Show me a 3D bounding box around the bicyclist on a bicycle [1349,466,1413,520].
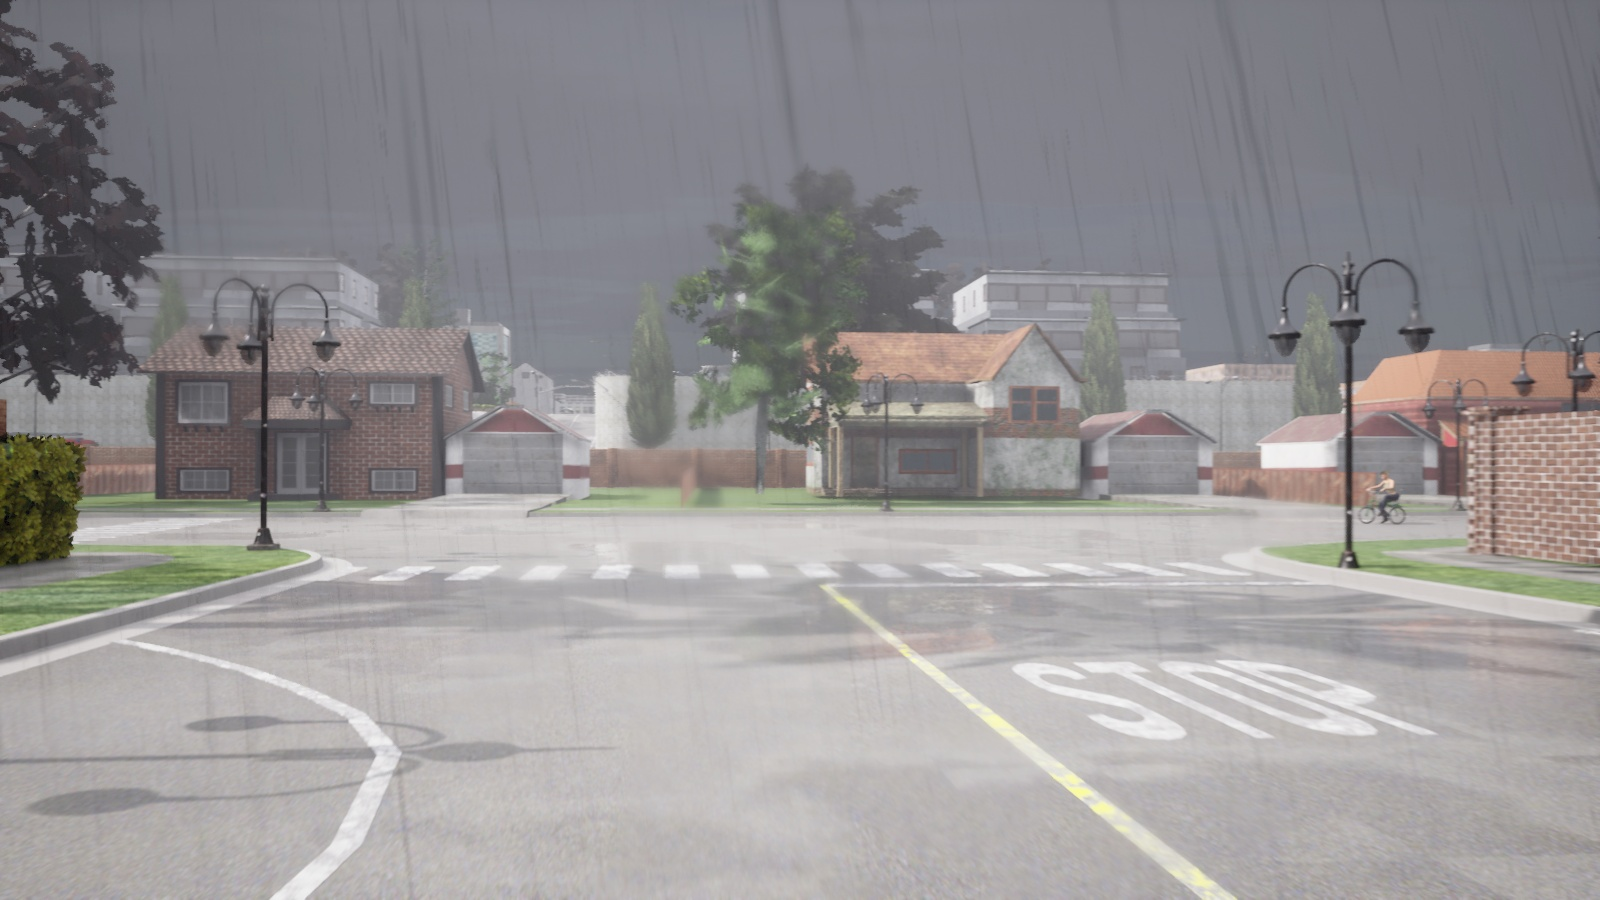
[{"bbox_3d":[17.505,1.287,37.873,1.509,1.612,0.866,0,-1,-6],"label":"bicyclist on a bicycle"}]
